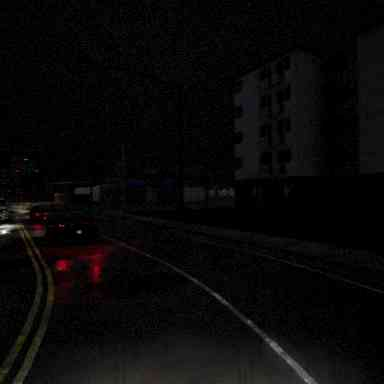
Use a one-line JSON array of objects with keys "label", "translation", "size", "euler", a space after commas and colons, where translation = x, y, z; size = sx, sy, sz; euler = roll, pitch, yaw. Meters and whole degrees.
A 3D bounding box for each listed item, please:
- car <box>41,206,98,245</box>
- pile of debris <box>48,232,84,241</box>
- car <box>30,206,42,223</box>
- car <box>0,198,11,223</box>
[{"label": "car", "translation": [-6.052, 1.571, 16.465], "size": [1.882, 1.535, 5.008], "euler": [-1, 0, -29]}, {"label": "pile of debris", "translation": [-6.529, 2.275, 17.200], "size": [1.500, 0.140, 1.860], "euler": [-1, 0, -29]}, {"label": "car", "translation": [-12.514, 1.786, 28.019], "size": [1.895, 1.301, 4.718], "euler": [-1, 0, -29]}, {"label": "car", "translation": [-16.438, 1.511, 27.661], "size": [2.150, 2.045, 5.566], "euler": [-1, 0, -29]}]
